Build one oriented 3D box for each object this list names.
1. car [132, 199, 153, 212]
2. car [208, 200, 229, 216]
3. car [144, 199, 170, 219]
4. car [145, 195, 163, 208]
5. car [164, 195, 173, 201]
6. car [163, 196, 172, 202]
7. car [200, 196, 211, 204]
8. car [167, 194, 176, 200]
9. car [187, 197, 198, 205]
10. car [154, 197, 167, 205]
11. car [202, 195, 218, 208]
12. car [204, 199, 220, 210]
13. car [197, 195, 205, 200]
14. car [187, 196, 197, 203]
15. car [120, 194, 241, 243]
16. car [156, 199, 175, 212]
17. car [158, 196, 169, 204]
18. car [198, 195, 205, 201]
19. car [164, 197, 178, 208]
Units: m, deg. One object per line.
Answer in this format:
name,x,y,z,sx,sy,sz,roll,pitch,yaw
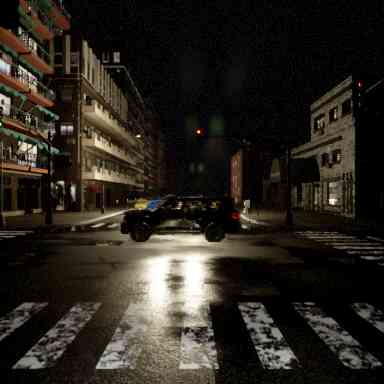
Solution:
car,-5.728,1.549,39.161,1.752,1.417,4.829,0,0,0
car,2.658,1.544,33.972,1.752,1.417,4.829,0,0,0
car,-3.131,1.494,30.662,1.882,1.535,5.008,0,0,0
car,-5.739,1.351,50.410,2.192,1.841,5.009,0,0,0
car,-5.774,1.534,83.645,1.967,1.590,4.097,0,0,0
car,-5.769,1.628,78.107,1.887,1.381,4.507,0,0,0
car,2.624,1.613,67.037,2.008,1.369,4.403,0,0,0
car,-5.785,1.434,94.725,2.192,1.841,5.009,0,0,0
car,0.036,1.652,60.408,1.895,1.301,4.718,0,0,0
car,-5.751,1.603,61.488,2.008,1.369,4.403,0,0,0
car,2.642,1.351,50.420,2.192,1.841,5.009,0,0,0
car,2.647,1.612,44.880,1.802,1.307,4.206,0,0,0
car,2.594,1.670,94.733,2.008,1.369,4.403,0,0,0
car,-0.026,1.613,70.617,2.033,1.411,5.357,0,0,0
car,-0.494,1.235,15.654,5.566,2.045,2.150,0,0,0
car,-3.123,1.550,39.940,1.812,1.442,4.674,0,0,0
car,-5.757,1.587,66.857,1.752,1.417,4.829,0,0,0
car,2.600,1.632,89.364,1.752,1.417,4.829,0,0,0
car,-3.126,1.541,50.008,1.837,1.490,4.892,0,0,0
